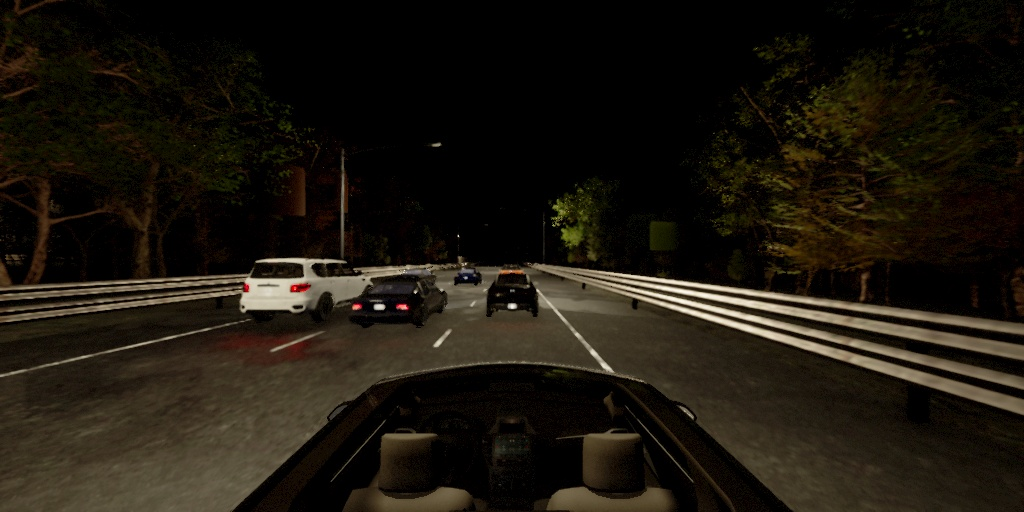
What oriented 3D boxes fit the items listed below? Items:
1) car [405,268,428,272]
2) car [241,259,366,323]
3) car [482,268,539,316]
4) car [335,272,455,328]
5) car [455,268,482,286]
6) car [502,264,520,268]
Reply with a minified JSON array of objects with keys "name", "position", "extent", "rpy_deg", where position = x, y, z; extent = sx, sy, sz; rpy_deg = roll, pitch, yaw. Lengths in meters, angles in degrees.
[{"name":"car","position":[-7.050,1.621,26.973],"extent":[2.033,1.411,5.357],"rpy_deg":[0,-1,0]},{"name":"car","position":[-6.985,1.118,13.009],"extent":[2.150,2.045,5.566],"rpy_deg":[0,-1,1]},{"name":"car","position":[0.022,1.416,14.165],"extent":[1.837,1.490,4.892],"rpy_deg":[0,0,0]},{"name":"car","position":[-3.491,1.430,11.983],"extent":[2.033,1.411,5.357],"rpy_deg":[0,-1,0]},{"name":"car","position":[-3.539,1.670,29.496],"extent":[1.994,1.385,4.181],"rpy_deg":[0,-1,0]},{"name":"car","position":[-0.040,1.451,29.097],"extent":[2.097,1.767,4.553],"rpy_deg":[0,-1,0]}]
